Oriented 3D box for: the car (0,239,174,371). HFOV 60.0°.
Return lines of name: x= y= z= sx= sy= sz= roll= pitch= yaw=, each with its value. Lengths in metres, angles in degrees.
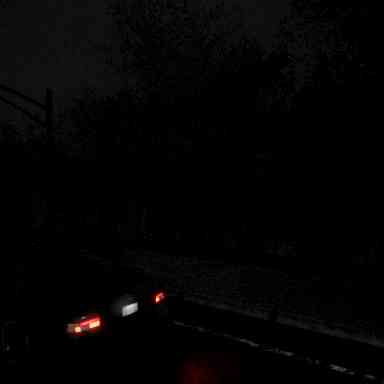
car: x=-2.834 y=1.547 z=5.712 sx=5.357 sy=1.411 sz=2.033 roll=0 pitch=0 yaw=36
